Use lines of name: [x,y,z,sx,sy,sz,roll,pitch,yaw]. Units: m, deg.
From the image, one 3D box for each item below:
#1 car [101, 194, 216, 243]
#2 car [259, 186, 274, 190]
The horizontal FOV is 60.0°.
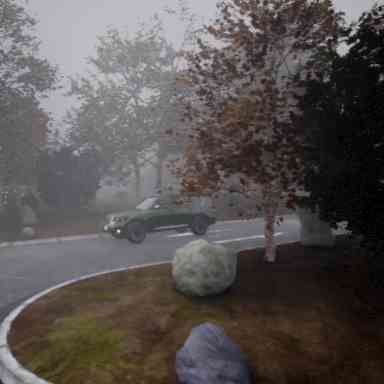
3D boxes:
car: [-1.458,1.134,15.975,5.566,2.045,2.150,-2,0,-33]
car: [11.913,-0.372,54.199,2.128,1.511,4.902,-1,2,-31]
